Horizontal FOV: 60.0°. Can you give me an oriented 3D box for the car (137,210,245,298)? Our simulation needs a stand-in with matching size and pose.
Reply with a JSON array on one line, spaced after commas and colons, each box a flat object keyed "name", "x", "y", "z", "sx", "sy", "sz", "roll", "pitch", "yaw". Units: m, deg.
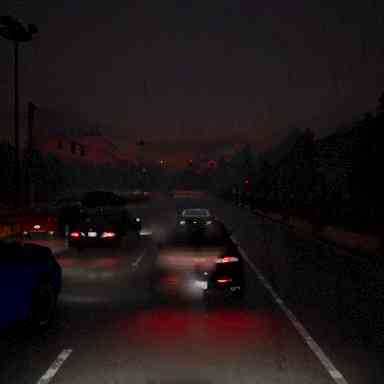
[{"name": "car", "x": 0.134, "y": 1.439, "z": 8.379, "sx": 2.128, "sy": 1.511, "sz": 4.902, "roll": 0, "pitch": 0, "yaw": 0}]

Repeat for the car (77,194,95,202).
[{"name": "car", "x": -20.609, "y": 1.132, "z": 64.974, "sx": 1.895, "sy": 1.301, "sz": 4.718, "roll": 0, "pitch": 0, "yaw": 1}]

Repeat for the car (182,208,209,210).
[{"name": "car", "x": 0.190, "y": 1.480, "z": 17.709, "sx": 1.895, "sy": 1.301, "sz": 4.718, "roll": 0, "pitch": 0, "yaw": 0}]

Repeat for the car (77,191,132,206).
[{"name": "car", "x": -10.624, "y": 0.932, "z": 40.633, "sx": 5.566, "sy": 2.045, "sz": 2.150, "roll": 0, "pitch": 1, "yaw": -42}]

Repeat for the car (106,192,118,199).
[{"name": "car", "x": -20.460, "y": 0.861, "z": 85.135, "sx": 1.882, "sy": 1.535, "sz": 5.008, "roll": 0, "pitch": 0, "yaw": 0}]

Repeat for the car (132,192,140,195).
[{"name": "car", "x": -13.531, "y": 0.986, "z": 74.455, "sx": 1.812, "sy": 1.442, "sz": 4.674, "roll": 0, "pitch": 0, "yaw": 0}]

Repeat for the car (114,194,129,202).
[{"name": "car", "x": -13.637, "y": 1.061, "z": 64.434, "sx": 1.812, "sy": 1.442, "sz": 4.674, "roll": 0, "pitch": 0, "yaw": 1}]

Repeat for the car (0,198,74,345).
[{"name": "car", "x": -3.384, "y": 1.205, "z": 3.526, "sx": 2.150, "sy": 2.045, "sz": 5.566, "roll": 0, "pitch": 0, "yaw": 0}]

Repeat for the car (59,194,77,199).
[{"name": "car", "x": -20.730, "y": 1.078, "z": 55.640, "sx": 1.882, "sy": 1.535, "sz": 5.008, "roll": 0, "pitch": 0, "yaw": 2}]

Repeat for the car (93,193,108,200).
[{"name": "car", "x": -20.528, "y": 0.936, "z": 74.916, "sx": 1.882, "sy": 1.535, "sz": 5.008, "roll": 0, "pitch": 0, "yaw": 0}]

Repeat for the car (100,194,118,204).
[{"name": "car", "x": -13.744, "y": 1.128, "z": 55.371, "sx": 1.812, "sy": 1.442, "sz": 4.674, "roll": 0, "pitch": 0, "yaw": 1}]

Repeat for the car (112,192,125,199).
[{"name": "car", "x": -17.011, "y": 0.795, "z": 77.449, "sx": 2.097, "sy": 1.767, "sz": 4.553, "roll": 0, "pitch": 0, "yaw": 0}]

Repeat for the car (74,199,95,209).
[{"name": "car", "x": -6.828, "y": 1.361, "z": 17.115, "sx": 1.882, "sy": 1.535, "sz": 5.008, "roll": 0, "pitch": 0, "yaw": 0}]

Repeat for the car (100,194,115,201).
[{"name": "car", "x": -17.079, "y": 1.078, "z": 67.317, "sx": 1.994, "sy": 1.385, "sz": 4.181, "roll": 0, "pitch": 0, "yaw": 0}]

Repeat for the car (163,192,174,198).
[{"name": "car", "x": -6.439, "y": 0.715, "z": 88.209, "sx": 2.097, "sy": 1.767, "sz": 4.553, "roll": 0, "pitch": 0, "yaw": 0}]

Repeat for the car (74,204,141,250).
[{"name": "car", "x": -3.337, "y": 1.456, "z": 13.699, "sx": 2.033, "sy": 1.411, "sz": 5.357, "roll": 0, "pitch": 0, "yaw": 0}]
